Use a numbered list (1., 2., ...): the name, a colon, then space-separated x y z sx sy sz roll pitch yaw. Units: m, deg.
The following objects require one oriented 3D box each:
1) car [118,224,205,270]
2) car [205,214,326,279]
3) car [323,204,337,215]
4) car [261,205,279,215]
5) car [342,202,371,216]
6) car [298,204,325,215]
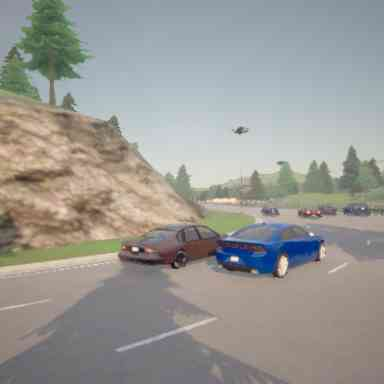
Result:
1. car: -0.231 1.909 12.603 2.033 1.411 5.357 -2 -2 39
2. car: 2.834 1.741 11.156 1.882 1.535 5.008 -1 -1 42
3. car: 18.127 2.404 45.462 2.128 1.511 4.902 -1 -2 3
4. car: 11.287 2.640 48.058 1.812 1.442 4.674 -1 -2 2
5. car: 21.433 2.149 43.547 2.097 1.767 4.553 -1 -2 5
6. car: 14.334 2.456 40.713 1.895 1.301 4.718 -1 -2 6
